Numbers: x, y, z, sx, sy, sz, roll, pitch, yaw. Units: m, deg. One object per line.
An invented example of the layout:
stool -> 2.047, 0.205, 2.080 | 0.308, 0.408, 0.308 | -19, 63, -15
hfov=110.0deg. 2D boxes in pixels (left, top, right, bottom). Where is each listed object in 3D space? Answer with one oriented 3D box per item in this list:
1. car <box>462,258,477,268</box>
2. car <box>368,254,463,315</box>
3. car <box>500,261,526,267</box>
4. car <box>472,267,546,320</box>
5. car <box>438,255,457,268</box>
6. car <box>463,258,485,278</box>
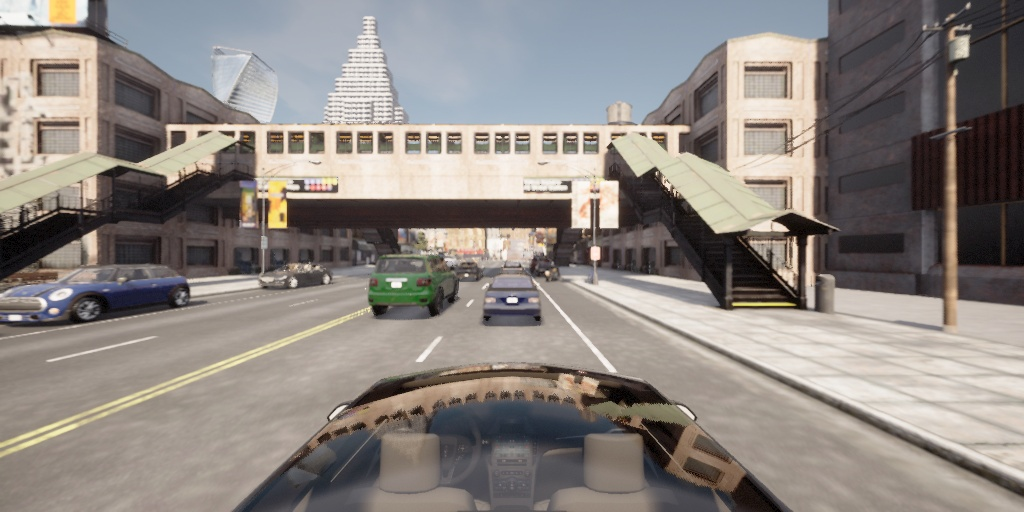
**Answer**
car -> -6.948, 1.106, 58.660 | 1.882, 1.535, 5.008 | 0, 0, 0
car -> -3.467, 0.948, 13.530 | 2.150, 2.045, 5.566 | 0, 0, 1
car -> 0.076, 1.183, 29.671 | 2.128, 1.511, 4.902 | 0, 0, 1
car -> 0.021, 1.275, 12.498 | 2.033, 1.411, 5.357 | 0, 0, 0
car -> -10.446, 0.848, 58.597 | 2.150, 2.045, 5.566 | 0, 0, 0
car -> -3.424, 1.197, 29.693 | 1.837, 1.490, 4.892 | 0, 0, 1
